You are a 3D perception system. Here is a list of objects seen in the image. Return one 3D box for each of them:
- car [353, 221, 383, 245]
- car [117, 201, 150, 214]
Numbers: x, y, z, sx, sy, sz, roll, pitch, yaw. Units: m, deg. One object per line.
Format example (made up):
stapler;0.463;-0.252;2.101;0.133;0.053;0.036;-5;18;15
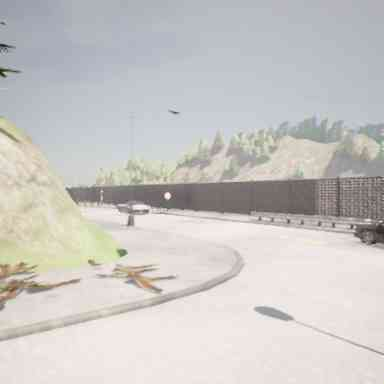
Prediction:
car;8.575;1.557;12.642;2.033;1.411;5.357;0;0;-10
car;-6.317;1.612;35.297;1.895;1.301;4.718;0;0;-36
